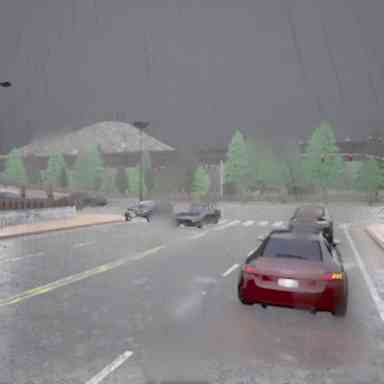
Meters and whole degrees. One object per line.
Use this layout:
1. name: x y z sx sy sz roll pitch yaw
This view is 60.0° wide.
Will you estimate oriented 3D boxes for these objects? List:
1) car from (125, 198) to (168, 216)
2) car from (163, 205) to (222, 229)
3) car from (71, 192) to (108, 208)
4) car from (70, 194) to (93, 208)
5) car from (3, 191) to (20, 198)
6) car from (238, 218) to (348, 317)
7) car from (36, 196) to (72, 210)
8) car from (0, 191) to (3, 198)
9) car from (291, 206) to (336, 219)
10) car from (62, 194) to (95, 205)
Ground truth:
1. car: -2.822 1.176 23.000 1.812 1.442 4.674 0 0 22
2. car: 0.419 1.551 21.679 2.033 1.411 5.357 0 0 22
3. car: -14.452 1.087 46.053 5.566 2.045 2.150 0 0 20
4. car: -15.732 1.383 42.812 4.892 1.490 1.837 0 0 21
5. car: -28.543 0.701 51.362 4.553 1.767 2.097 4 2 21
6. car: 2.395 1.539 7.623 1.994 1.385 4.181 0 0 21
7. car: -16.944 1.453 39.528 4.181 1.385 1.994 0 0 21
8. car: -30.558 0.792 48.381 4.902 1.511 2.128 4 2 21
9. car: 5.740 1.439 15.880 2.128 1.511 4.902 0 0 23
10. car: -18.873 1.203 55.396 4.902 1.511 2.128 2 1 20
